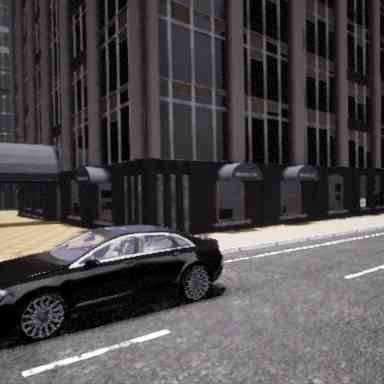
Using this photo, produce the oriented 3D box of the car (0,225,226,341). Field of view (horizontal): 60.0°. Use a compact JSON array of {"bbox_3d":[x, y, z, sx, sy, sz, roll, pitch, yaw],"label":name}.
[{"bbox_3d":[-1.560,1.463,6.573,4.902,1.511,2.128,-1,0,-36],"label":"car"}]
